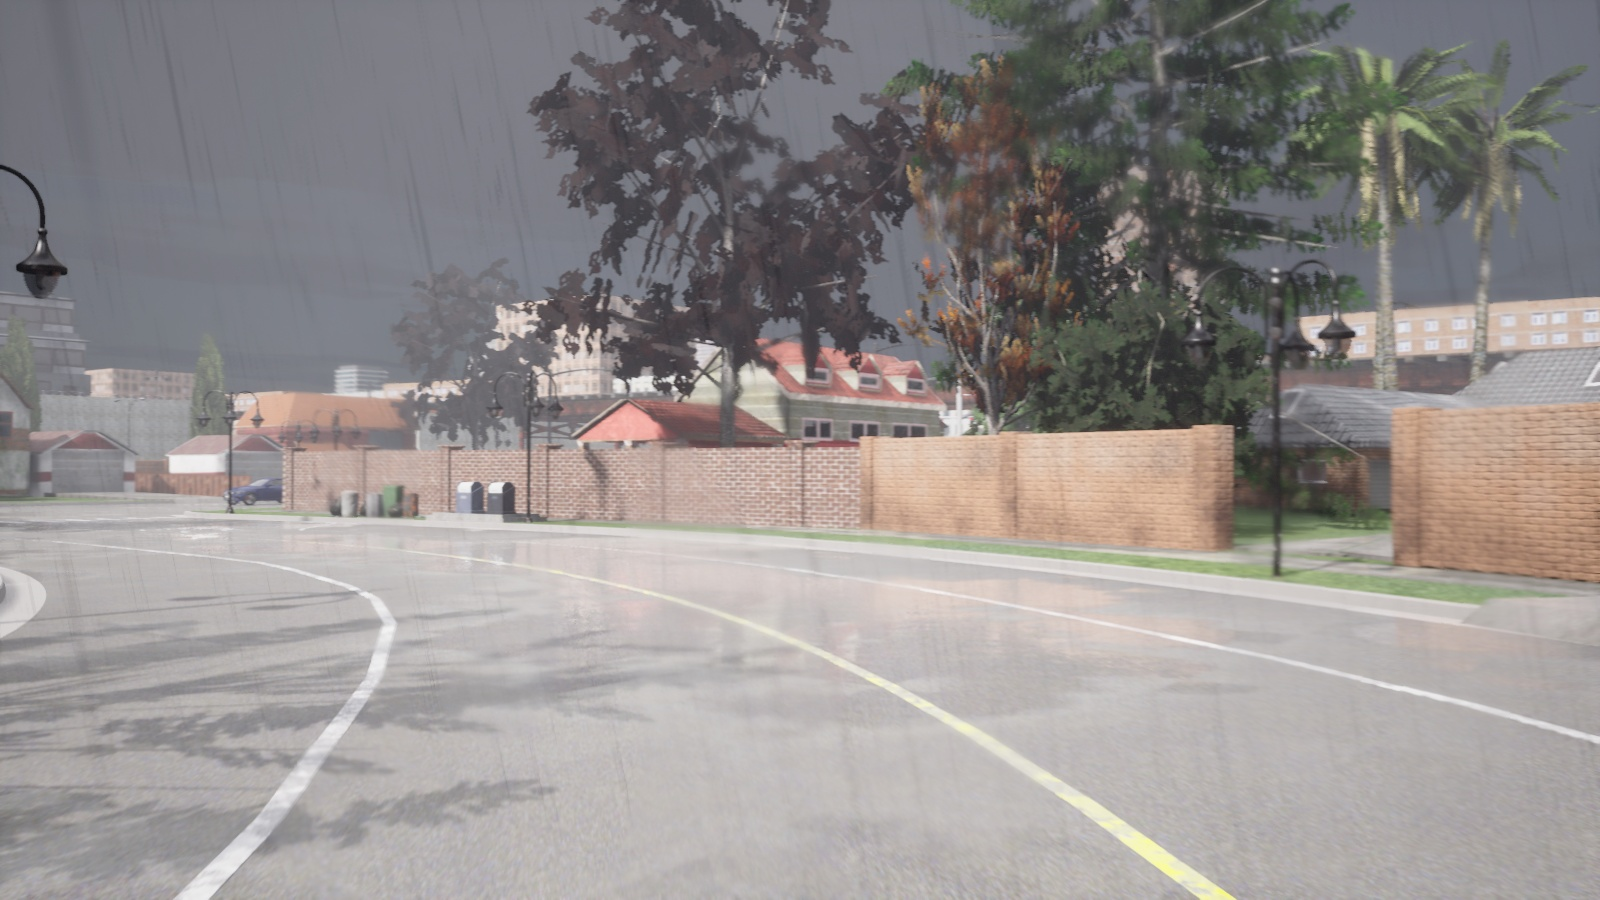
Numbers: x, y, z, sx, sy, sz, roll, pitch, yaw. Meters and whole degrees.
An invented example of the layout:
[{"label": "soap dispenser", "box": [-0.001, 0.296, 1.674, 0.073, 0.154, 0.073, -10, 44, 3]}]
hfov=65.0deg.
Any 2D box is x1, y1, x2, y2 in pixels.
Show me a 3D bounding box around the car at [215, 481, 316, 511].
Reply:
[{"label": "car", "box": [-28.513, 2.432, 67.109, 1.812, 1.442, 4.674, -1, -1, 36]}]
